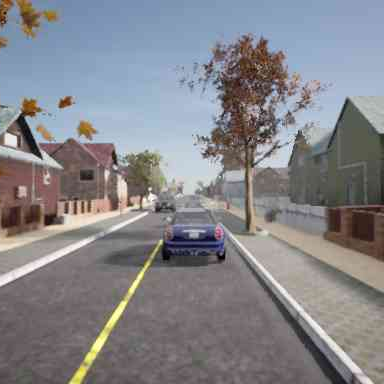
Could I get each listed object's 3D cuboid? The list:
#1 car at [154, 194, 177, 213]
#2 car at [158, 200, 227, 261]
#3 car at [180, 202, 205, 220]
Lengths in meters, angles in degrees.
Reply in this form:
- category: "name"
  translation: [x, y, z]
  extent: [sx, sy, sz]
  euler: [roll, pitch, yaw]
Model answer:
- category: "car"
  translation: [-2.881, 1.255, 37.281]
  extent: [2.150, 2.045, 5.566]
  euler: [0, 0, 0]
- category: "car"
  translation: [0.070, 1.366, 12.527]
  extent: [2.097, 1.767, 4.553]
  euler: [0, 0, 0]
- category: "car"
  translation: [0.059, 1.591, 28.787]
  extent: [1.994, 1.385, 4.181]
  euler: [0, 0, 0]
